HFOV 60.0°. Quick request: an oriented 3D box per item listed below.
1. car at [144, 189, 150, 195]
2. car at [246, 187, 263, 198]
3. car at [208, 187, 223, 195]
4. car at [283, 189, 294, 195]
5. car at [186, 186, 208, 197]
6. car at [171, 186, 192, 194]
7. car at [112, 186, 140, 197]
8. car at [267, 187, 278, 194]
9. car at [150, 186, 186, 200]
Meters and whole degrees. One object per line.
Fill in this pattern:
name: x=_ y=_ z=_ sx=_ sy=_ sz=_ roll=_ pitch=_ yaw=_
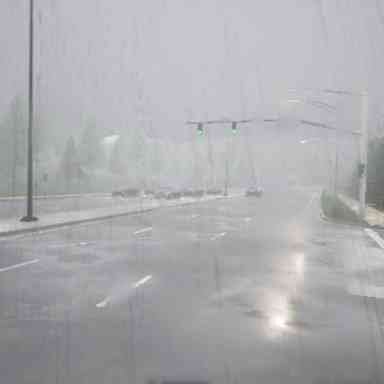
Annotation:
car: x=-5.675 y=-0.234 z=54.101 sx=2.033 sy=1.411 sz=5.357 roll=2 pitch=2 yaw=22
car: x=9.877 y=-0.021 z=52.350 sx=2.097 sy=1.767 sz=4.553 roll=2 pitch=2 yaw=21
car: x=4.213 y=-0.190 z=60.130 sx=2.033 sy=1.411 sz=5.357 roll=2 pitch=2 yaw=22
car: x=20.196 y=-0.057 z=69.405 sx=1.895 sy=1.301 sz=4.718 roll=2 pitch=2 yaw=21
car: x=0.372 y=-0.055 z=50.445 sx=1.882 sy=1.535 sz=5.008 roll=2 pitch=2 yaw=22
car: x=-1.866 y=-0.440 z=63.778 sx=2.033 sy=1.411 sz=5.357 roll=2 pitch=2 yaw=21
car: x=-9.009 y=-0.122 z=45.570 sx=1.882 sy=1.535 sz=5.008 roll=2 pitch=2 yaw=21
car: x=17.258 y=-0.283 z=71.488 sx=1.837 sy=1.490 sz=4.892 roll=2 pitch=2 yaw=21
car: x=-2.918 y=0.001 z=41.948 sx=2.097 sy=1.767 sz=4.553 roll=2 pitch=2 yaw=21
